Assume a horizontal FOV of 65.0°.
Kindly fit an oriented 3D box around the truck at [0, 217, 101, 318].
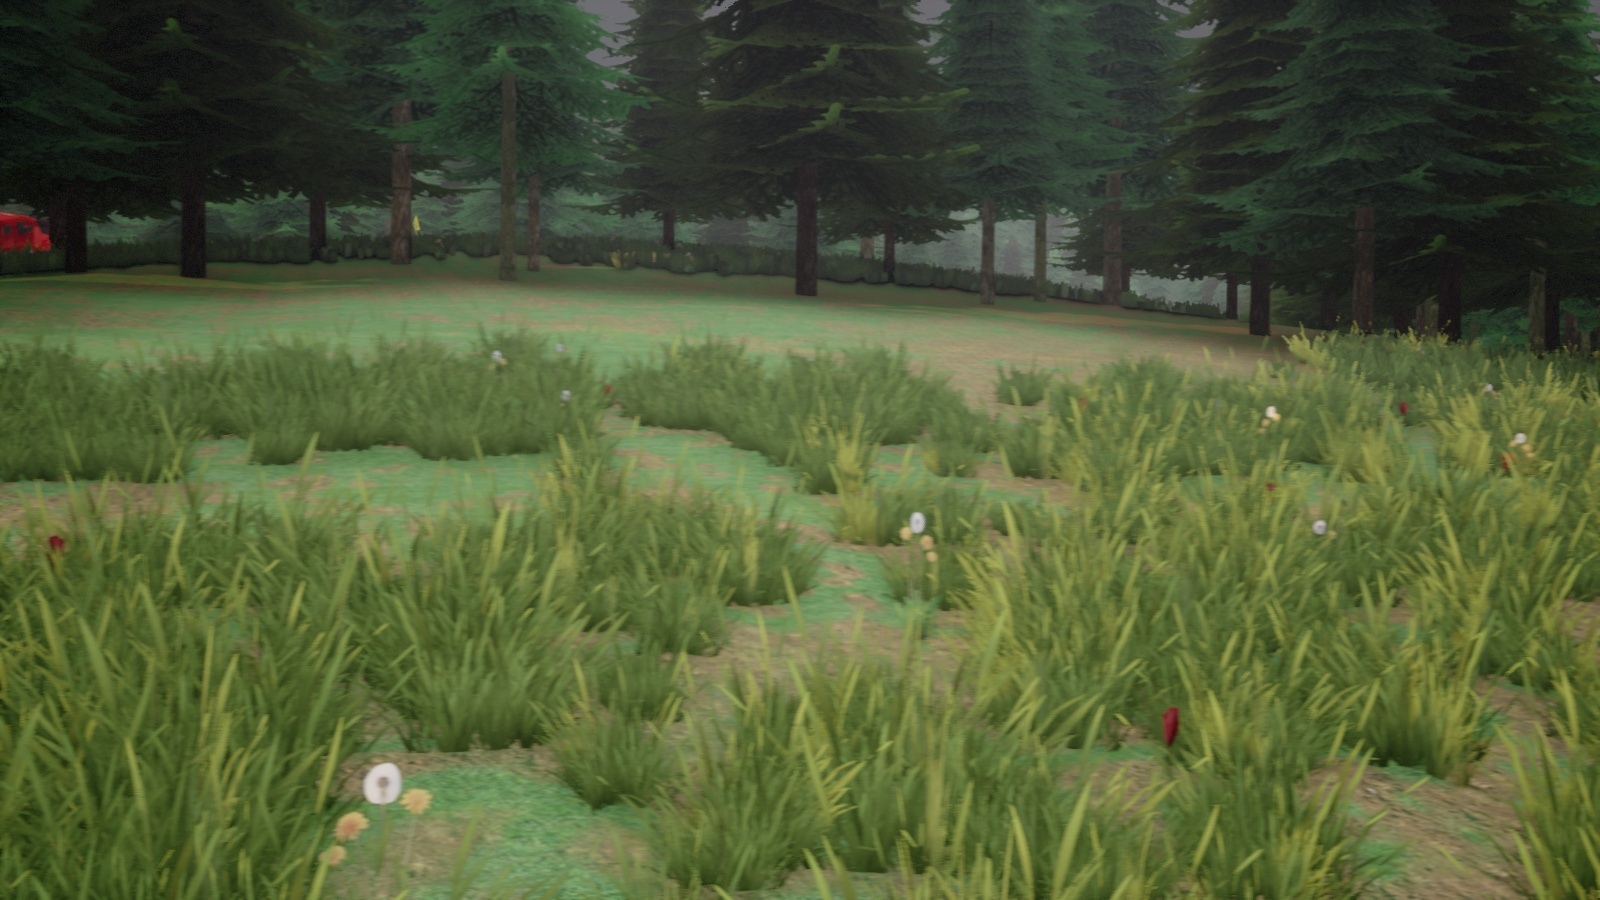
[{"bbox_3d":[-26.988,-6.109,42.750,5.204,2.467,2.627,-6,0,20],"label":"truck"}]
